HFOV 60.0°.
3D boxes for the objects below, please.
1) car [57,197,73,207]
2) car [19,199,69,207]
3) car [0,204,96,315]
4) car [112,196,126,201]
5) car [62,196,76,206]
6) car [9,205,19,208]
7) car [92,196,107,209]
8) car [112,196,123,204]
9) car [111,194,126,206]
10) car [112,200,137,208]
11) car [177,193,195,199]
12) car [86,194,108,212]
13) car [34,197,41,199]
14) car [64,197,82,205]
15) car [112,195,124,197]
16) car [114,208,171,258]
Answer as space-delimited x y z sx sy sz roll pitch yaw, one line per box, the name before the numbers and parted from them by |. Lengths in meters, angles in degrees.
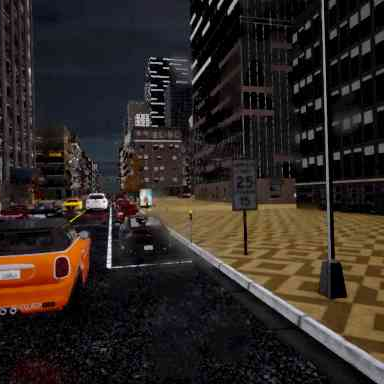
car | -20.419 1.641 53.455 1.752 1.417 4.829 -1 0 -14
car | -10.779 1.564 24.617 2.128 1.511 4.902 -2 0 -14
car | -3.444 1.357 7.445 2.097 1.767 4.553 -2 0 -14
car | -7.085 1.455 33.976 1.887 1.381 4.507 -1 0 -14
car | -21.768 1.551 59.024 1.967 1.590 4.097 -1 0 -14
car | -13.920 1.720 26.603 1.802 1.307 4.206 -1 0 -14
car | -13.111 1.448 47.405 1.882 1.535 5.008 -2 0 -13
car | -13.624 1.433 60.993 1.887 1.381 4.507 -1 0 -14
car | -12.320 1.208 55.588 2.192 1.841 5.009 -1 0 -14
car | -4.469 1.502 23.169 1.802 1.307 4.206 -1 0 -14
car | -1.801 1.136 89.295 4.097 1.590 1.967 -1 -1 -14
car | -10.643 1.200 37.399 2.150 2.045 5.566 -2 0 -13
car | -38.754 1.659 80.019 4.507 1.381 1.887 -1 -1 -14
car | -14.630 1.544 40.926 1.882 1.535 5.008 -2 0 -14
car | -8.433 1.431 39.545 1.752 1.417 4.829 -1 0 -14
car | -1.854 1.481 12.362 2.008 1.369 4.403 -1 0 -14
